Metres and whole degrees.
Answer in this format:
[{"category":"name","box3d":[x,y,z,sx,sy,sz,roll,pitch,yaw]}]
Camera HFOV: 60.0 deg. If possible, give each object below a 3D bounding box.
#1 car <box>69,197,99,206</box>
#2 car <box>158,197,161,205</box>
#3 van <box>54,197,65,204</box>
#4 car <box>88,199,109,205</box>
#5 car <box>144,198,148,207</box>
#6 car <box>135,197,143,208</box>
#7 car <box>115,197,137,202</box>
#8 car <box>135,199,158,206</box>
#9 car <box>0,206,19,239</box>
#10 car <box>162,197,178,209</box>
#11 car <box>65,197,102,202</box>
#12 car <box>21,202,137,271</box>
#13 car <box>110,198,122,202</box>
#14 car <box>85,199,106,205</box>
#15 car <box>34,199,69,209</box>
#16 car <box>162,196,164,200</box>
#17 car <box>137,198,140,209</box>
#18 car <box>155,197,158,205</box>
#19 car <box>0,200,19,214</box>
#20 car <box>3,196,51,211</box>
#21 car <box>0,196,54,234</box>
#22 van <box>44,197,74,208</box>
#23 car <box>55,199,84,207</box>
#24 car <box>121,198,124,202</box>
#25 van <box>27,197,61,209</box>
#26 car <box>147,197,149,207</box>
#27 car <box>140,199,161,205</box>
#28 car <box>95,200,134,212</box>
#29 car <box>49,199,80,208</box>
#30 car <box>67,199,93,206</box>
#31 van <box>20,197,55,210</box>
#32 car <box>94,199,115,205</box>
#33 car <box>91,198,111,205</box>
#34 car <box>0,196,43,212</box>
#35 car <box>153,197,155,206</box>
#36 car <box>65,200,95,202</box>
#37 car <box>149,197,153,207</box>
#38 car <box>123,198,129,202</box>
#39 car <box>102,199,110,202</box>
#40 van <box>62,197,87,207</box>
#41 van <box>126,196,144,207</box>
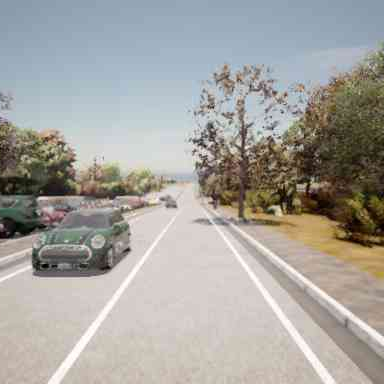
[{"category":"car","box3d":[-23.405,2.038,72.244,5.566,2.045,2.435,0,-1,0]},{"category":"car","box3d":[-10.111,2.285,72.202,5.366,1.575,1.946,0,-1,0]},{"category":"van","box3d":[-10.200,1.268,19.474,4.442,1.987,1.878,0,-1,0]},{"category":"car","box3d":[-23.342,2.564,83.315,4.792,1.488,2.163,0,-1,0]},{"category":"car","box3d":[-10.332,2.009,55.558,4.792,1.488,2.163,0,-1,0]},{"category":"car","box3d":[-10.276,1.934,50.006,4.792,1.488,2.163,0,-1,0]},{"category":"car","box3d":[-10.123,1.790,41.678,5.366,1.575,1.946,0,-1,0]},{"category":"car","box3d":[-10.301,2.351,74.977,4.892,1.521,2.231,0,-1,0]},{"category":"car","box3d":[-10.348,1.479,13.945,4.792,1.488,2.163,0,0,0]},{"category":"car","box3d":[-3.373,1.988,54.804,1.837,1.490,4.892,0,-1,0]},{"category":"car","box3d":[-10.282,1.480,27.801,4.553,1.767,2.185,0,-1,0]},{"category":"car","box3d":[-3.354,1.359,10.947,2.097,1.767,4.553,0,0,0]},{"category":"car","box3d":[-10.126,1.678,33.351,5.366,1.575,1.946,0,-1,0]},{"category":"car","box3d":[-23.370,2.513,80.545,4.674,1.452,2.002,0,-1,0]},{"category":"car","box3d":[-23.388,1.980,55.630,5.008,1.535,2.097,0,-1,0]},{"category":"car","box3d":[-10.321,2.221,80.534,5.566,2.045,2.435,0,-1,0]},{"category":"car","box3d":[-10.277,1.897,47.230,4.792,1.488,2.163,0,-1,0]},{"category":"car","box3d":[-10.113,2.162,66.530,5.366,1.575,1.946,0,-1,0]},{"category":"car","box3d":[-23.383,1.757,39.010,5.008,1.535,2.097,0,-1,0]},{"category":"car","box3d":[-23.357,1.618,47.324,5.566,2.045,2.435,0,-1,0]},{"category":"car","box3d":[-10.346,1.206,16.698,5.566,2.045,2.435,0,-1,0]},{"category":"van","box3d":[-23.273,1.795,58.418,4.442,1.987,1.878,0,-1,0]},{"category":"car","box3d":[-23.408,2.140,63.805,4.792,1.488,2.163,0,-1,0]},{"category":"car","box3d":[-10.304,1.719,36.127,4.892,1.521,2.231,0,-1,0]},{"category":"van","box3d":[-23.500,1.717,52.863,4.442,1.987,1.878,0,-1,0]},{"category":"car","box3d":[-10.333,1.893,58.333,4.553,1.767,2.185,0,-1,0]},{"category":"car","box3d":[-10.297,2.534,83.304,5.008,1.535,2.097,0,-1,0]},{"category":"car","box3d":[-10.278,1.859,44.454,4.792,1.488,2.163,0,-1,0]},{"category":"car","box3d":[-23.409,2.093,61.166,4.792,1.488,2.163,0,-1,0]},{"category":"car","box3d":[-23.349,2.257,69.469,4.792,1.488,2.163,0,-1,0]},{"category":"van","box3d":[-23.268,1.680,50.093,4.442,1.987,1.878,0,-1,0]},{"category":"car","box3d":[-23.364,2.654,88.731,5.008,1.535,2.097,0,-1,0]},{"category":"car","box3d":[-23.402,2.467,85.963,4.553,1.767,2.185,0,-1,0]},{"category":"car","box3d":[-23.359,1.580,44.554,5.566,2.045,2.435,0,-1,0]},{"category":"car","box3d":[-10.485,2.109,63.878,5.366,1.575,1.946,0,-1,0]},{"category":"car","box3d":[-10.309,1.569,25.023,5.008,1.535,2.097,0,-1,0]},{"category":"car","box3d":[-10.294,2.063,61.111,4.892,1.521,2.231,0,-1,0]},{"category":"car","box3d":[-10.315,1.756,38.903,4.892,1.521,2.231,0,-1,0]},{"category":"car","box3d":[-10.281,1.518,30.576,4.553,1.767,2.185,0,-1,0]},{"category":"van","box3d":[-23.495,1.940,66.581,4.442,1.987,1.878,0,-1,0]},{"category":"van","box3d":[-10.420,1.716,52.785,4.442,1.987,1.878,0,-1,0]}]
